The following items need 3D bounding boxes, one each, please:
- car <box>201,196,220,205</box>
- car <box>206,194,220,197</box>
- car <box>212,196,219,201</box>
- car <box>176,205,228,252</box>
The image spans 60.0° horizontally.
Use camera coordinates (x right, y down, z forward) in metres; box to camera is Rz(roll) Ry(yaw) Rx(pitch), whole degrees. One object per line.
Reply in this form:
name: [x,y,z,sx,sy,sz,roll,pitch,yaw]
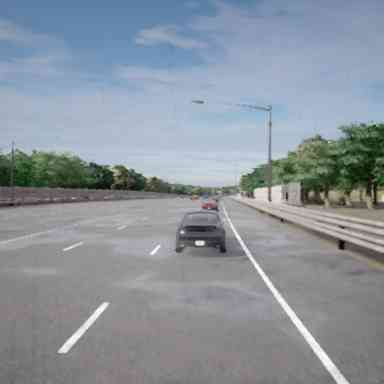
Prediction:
car: [1.992,1.545,37.507,1.812,1.442,4.674,0,0,4]
car: [3.856,1.601,60.204,1.837,1.490,4.892,0,0,5]
car: [6.663,1.823,93.876,2.033,1.411,5.357,0,0,5]
car: [0.411,1.509,13.835,1.837,1.490,4.892,0,0,3]
